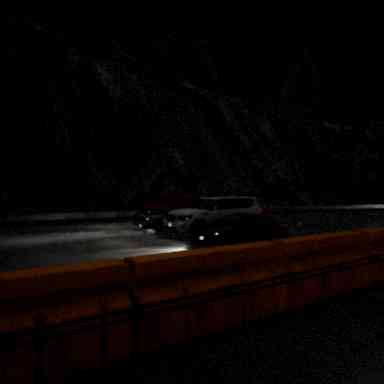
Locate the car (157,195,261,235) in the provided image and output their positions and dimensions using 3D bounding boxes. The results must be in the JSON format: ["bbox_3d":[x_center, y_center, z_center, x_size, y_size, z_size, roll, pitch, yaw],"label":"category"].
[{"bbox_3d":[1.254,1.227,17.569,5.566,2.045,2.150,0,0,-33],"label":"car"}]

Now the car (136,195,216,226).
[{"bbox_3d":[-1.084,1.228,24.390,5.566,2.045,2.150,0,0,-33],"label":"car"}]

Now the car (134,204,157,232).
[{"bbox_3d":[-1.076,1.607,20.206,4.718,1.301,1.895,0,0,-34],"label":"car"}]

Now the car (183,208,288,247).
[{"bbox_3d":[2.031,1.569,13.835,4.181,1.385,1.994,0,0,-34],"label":"car"}]
